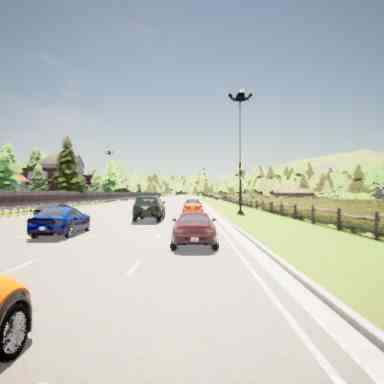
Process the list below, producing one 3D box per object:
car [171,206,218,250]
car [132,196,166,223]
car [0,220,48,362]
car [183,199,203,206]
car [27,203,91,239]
[{"bbox_3d":[0.096,1.574,14.459,1.812,1.442,4.674,0,0,0],"label":"car"},{"bbox_3d":[-3.410,1.312,26.936,2.150,2.045,5.566,0,0,0],"label":"car"},{"bbox_3d":[-3.402,1.362,3.081,2.097,1.767,4.553,0,0,0],"label":"car"},{"bbox_3d":[0.086,1.468,35.205,2.097,1.767,4.553,0,0,0],"label":"car"},{"bbox_3d":[-6.907,1.536,17.785,1.882,1.535,5.008,0,0,0],"label":"car"}]
